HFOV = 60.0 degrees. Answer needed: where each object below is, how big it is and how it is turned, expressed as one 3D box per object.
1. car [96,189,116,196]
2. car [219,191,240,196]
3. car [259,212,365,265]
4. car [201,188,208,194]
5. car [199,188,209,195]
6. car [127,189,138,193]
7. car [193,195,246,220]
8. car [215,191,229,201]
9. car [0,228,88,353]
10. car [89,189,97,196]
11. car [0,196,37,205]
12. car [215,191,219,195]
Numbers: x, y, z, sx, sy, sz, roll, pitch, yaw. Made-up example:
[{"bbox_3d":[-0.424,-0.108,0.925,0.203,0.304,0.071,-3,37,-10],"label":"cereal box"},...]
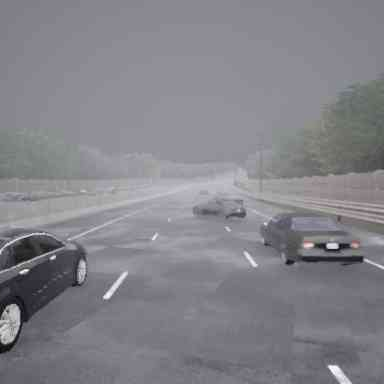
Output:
[{"bbox_3d":[-15.788,0.333,63.125,2.128,1.511,4.902,0,1,3],"label":"car"},{"bbox_3d":[3.980,0.945,32.679,1.882,1.535,5.008,0,1,2],"label":"car"},{"bbox_3d":[3.557,1.368,10.899,2.033,1.411,5.357,0,1,1],"label":"car"},{"bbox_3d":[3.396,-0.354,88.350,1.812,1.442,4.674,0,2,4],"label":"car"},{"bbox_3d":[2.699,-0.031,78.665,2.128,1.511,4.902,0,2,4],"label":"car"},{"bbox_3d":[-12.036,0.255,67.420,2.128,1.511,4.902,0,2,3],"label":"car"},{"bbox_3d":[1.908,1.168,24.071,1.994,1.385,4.181,-1,1,-39],"label":"car"},{"bbox_3d":[4.807,0.572,54.443,2.128,1.511,4.902,0,1,3],"label":"car"},{"bbox_3d":[-3.377,1.403,5.941,1.837,1.490,4.892,0,1,0],"label":"car"},{"bbox_3d":[-19.073,0.229,66.959,1.837,1.490,4.892,0,1,3],"label":"car"},{"bbox_3d":[-13.774,1.044,25.859,2.128,1.511,4.902,0,1,1],"label":"car"},{"bbox_3d":[4.344,0.852,43.567,1.994,1.385,4.181,0,1,2],"label":"car"}]
